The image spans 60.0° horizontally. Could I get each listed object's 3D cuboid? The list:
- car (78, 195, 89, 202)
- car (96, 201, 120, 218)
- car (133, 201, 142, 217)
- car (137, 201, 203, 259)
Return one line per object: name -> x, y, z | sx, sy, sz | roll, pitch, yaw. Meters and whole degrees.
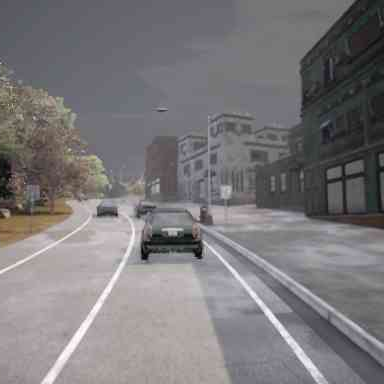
car -> -22.495, 1.270, 68.971 | 1.837, 1.490, 4.892 | 2, 0, -20
car -> -7.648, 1.554, 30.269 | 2.033, 1.411, 5.357 | 1, 0, -15
car -> -4.373, 1.583, 31.109 | 1.837, 1.490, 4.892 | 1, 0, -15
car -> -0.865, 1.373, 12.927 | 2.097, 1.767, 4.553 | 0, 0, -6
